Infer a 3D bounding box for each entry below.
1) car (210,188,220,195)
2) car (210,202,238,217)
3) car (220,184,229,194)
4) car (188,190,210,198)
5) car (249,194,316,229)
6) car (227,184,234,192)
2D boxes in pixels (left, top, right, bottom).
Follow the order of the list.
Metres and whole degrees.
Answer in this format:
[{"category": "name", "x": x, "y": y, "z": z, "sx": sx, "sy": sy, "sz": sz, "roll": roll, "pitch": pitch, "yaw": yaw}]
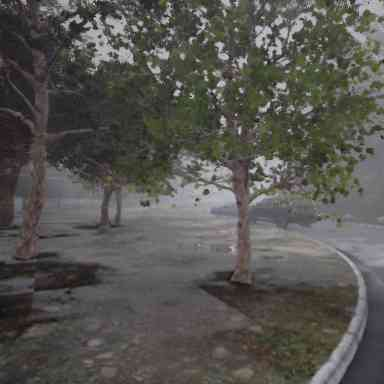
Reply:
[{"category": "car", "x": 3.586, "y": 0.004, "z": 71.869, "sx": 1.946, "sy": 1.575, "sz": 5.366, "roll": 0, "pitch": 3, "yaw": 27}, {"category": "car", "x": 4.118, "y": 1.658, "z": 31.182, "sx": 2.033, "sy": 1.411, "sz": 5.357, "roll": 0, "pitch": 0, "yaw": -44}, {"category": "car", "x": 6.078, "y": -0.304, "z": 76.790, "sx": 1.946, "sy": 1.575, "sz": 5.366, "roll": 0, "pitch": 3, "yaw": 27}, {"category": "car", "x": 1.086, "y": 0.315, "z": 66.954, "sx": 1.946, "sy": 1.575, "sz": 5.366, "roll": 0, "pitch": 3, "yaw": 27}, {"category": "car", "x": 5.878, "y": 1.309, "z": 22.740, "sx": 2.150, "sy": 2.045, "sz": 5.566, "roll": 0, "pitch": 0, "yaw": -26}, {"category": "car", "x": 8.695, "y": -0.876, "z": 81.951, "sx": 2.435, "sy": 2.045, "sz": 5.566, "roll": 0, "pitch": 3, "yaw": 27}]
